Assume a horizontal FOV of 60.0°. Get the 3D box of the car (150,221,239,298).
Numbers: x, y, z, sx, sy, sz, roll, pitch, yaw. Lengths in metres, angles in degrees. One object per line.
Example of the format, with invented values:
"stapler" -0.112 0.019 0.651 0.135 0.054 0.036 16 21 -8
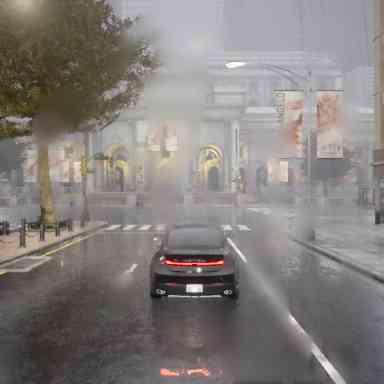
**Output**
"car" 0.062 1.505 8.476 1.837 1.490 4.892 0 0 0
